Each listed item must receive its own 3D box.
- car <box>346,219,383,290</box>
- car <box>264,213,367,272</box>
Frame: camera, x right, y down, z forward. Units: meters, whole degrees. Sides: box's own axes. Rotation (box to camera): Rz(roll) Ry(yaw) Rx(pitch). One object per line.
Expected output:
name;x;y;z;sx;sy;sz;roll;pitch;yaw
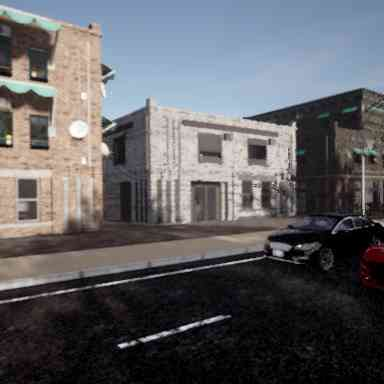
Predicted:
car;6.001;1.451;7.961;5.008;1.535;1.882;0;0;-35
car;4.431;1.464;10.833;4.902;1.511;2.128;0;0;-35
